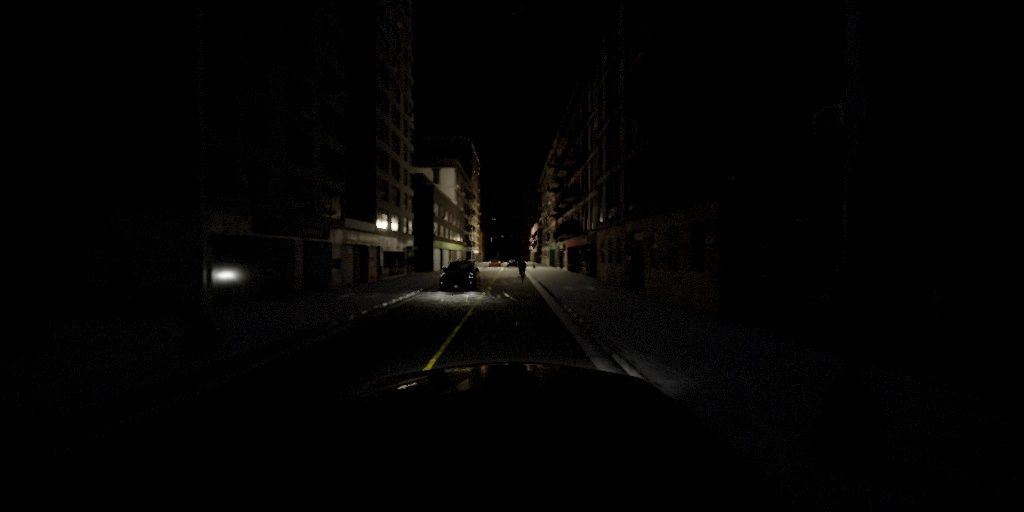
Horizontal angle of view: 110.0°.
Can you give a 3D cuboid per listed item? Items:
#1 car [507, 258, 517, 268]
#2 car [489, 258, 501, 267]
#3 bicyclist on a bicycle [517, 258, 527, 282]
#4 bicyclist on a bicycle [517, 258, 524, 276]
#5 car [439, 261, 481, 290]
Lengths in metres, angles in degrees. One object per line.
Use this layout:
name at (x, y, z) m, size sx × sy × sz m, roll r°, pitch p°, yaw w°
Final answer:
car at (0.011, 1.286, 62.529) m, size 2.033 × 1.411 × 5.357 m, roll 0°, pitch 0°, yaw 0°
car at (-3.012, 1.090, 64.036) m, size 2.097 × 1.767 × 4.553 m, roll 0°, pitch 0°, yaw 1°
bicyclist on a bicycle at (0.830, 1.114, 26.973) m, size 0.659 × 1.776 × 1.843 m, roll 0°, pitch 0°, yaw 0°
bicyclist on a bicycle at (0.832, 1.112, 35.973) m, size 0.659 × 1.776 × 1.843 m, roll 0°, pitch 0°, yaw 0°
car at (-3.093, 1.095, 22.078) m, size 2.097 × 1.767 × 4.553 m, roll 0°, pitch 0°, yaw 0°
